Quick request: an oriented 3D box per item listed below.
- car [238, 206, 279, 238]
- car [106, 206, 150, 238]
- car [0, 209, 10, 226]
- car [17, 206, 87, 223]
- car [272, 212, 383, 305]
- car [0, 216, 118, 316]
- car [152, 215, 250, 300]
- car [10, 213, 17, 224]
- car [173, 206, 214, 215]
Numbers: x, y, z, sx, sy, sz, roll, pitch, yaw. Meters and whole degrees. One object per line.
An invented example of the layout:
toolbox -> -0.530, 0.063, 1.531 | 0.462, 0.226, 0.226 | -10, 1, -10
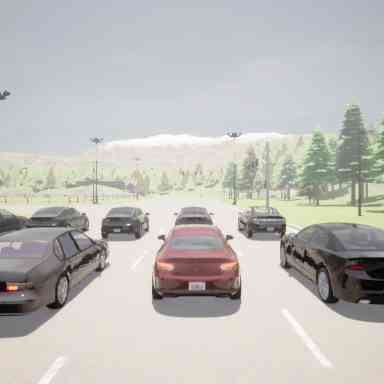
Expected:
car -> 3.595, 1.492, 17.678 | 2.128, 1.511, 4.902 | 0, 0, 0
car -> -3.406, 1.505, 17.524 | 1.837, 1.490, 4.892 | 0, 0, 0
car -> -6.907, 1.221, 7.695 | 2.150, 2.045, 5.566 | 0, 0, 0
car -> -6.906, 1.505, 17.535 | 1.837, 1.490, 4.892 | 0, 0, 0
car -> 3.599, 1.478, 8.187 | 1.882, 1.535, 5.008 | 0, 0, 0
car -> -3.405, 1.547, 7.782 | 2.033, 1.411, 5.357 | 0, 0, 0
car -> 0.095, 1.526, 8.278 | 1.812, 1.442, 4.674 | 0, 0, 0
car -> -10.406, 1.547, 17.035 | 2.033, 1.411, 5.357 | 0, 0, 0
car -> 0.094, 1.505, 17.523 | 1.837, 1.490, 4.892 | 0, 0, 0
